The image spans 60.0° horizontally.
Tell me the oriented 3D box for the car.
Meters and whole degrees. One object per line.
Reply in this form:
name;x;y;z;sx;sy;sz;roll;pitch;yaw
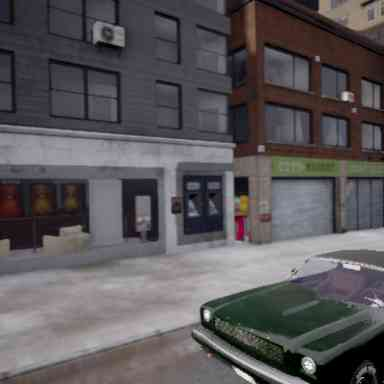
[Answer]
car;2.345;1.598;4.741;4.718;1.301;1.895;0;0;-35
